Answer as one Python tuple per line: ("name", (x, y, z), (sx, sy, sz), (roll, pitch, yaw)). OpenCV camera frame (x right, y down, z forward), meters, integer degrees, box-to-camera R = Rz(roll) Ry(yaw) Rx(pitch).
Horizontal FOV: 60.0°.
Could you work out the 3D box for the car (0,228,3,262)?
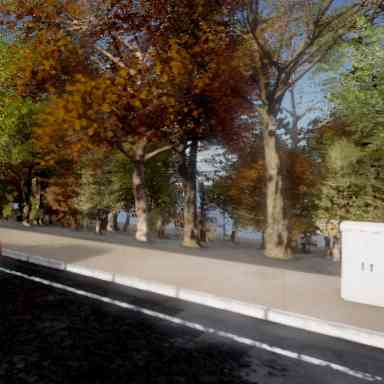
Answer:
("car", (-7.222, 1.133, 8.836), (5.566, 2.045, 2.150), (1, 0, 36))
